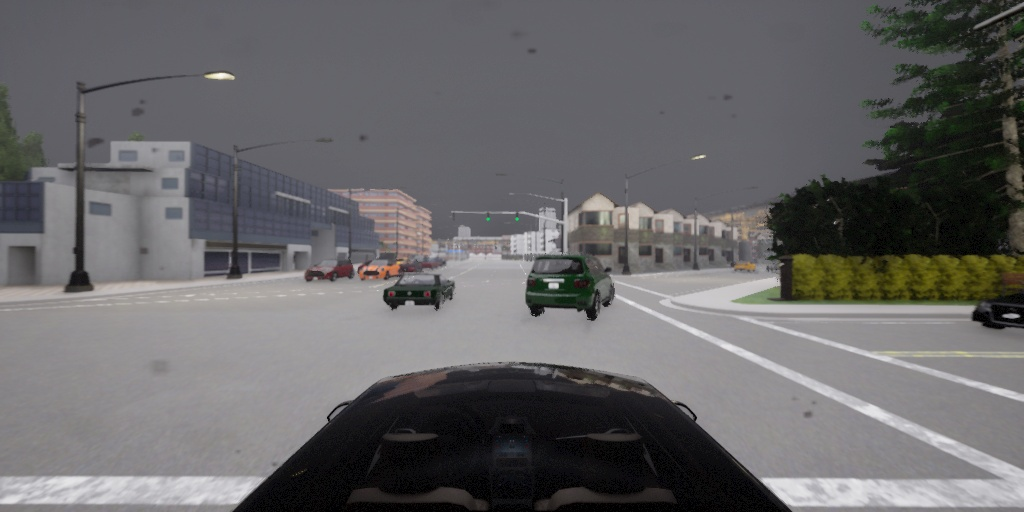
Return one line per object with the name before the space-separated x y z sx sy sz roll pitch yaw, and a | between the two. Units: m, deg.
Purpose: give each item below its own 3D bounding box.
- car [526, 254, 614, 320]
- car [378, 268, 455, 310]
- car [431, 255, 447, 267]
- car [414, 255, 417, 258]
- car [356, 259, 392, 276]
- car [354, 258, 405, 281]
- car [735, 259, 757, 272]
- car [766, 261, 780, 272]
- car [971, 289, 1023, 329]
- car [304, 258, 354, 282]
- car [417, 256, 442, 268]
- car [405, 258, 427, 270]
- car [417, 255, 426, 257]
car | 2.275 0.973 13.010 2.150 2.045 5.566 0 0 23
car | -3.494 1.333 14.457 1.895 1.301 4.718 0 0 0
car | -10.882 0.918 53.088 2.033 1.411 5.357 0 1 0
car | -14.355 0.979 46.956 1.882 1.535 5.008 0 1 0
car | -14.338 1.127 37.494 1.882 1.535 5.008 0 1 0
car | -10.790 1.044 29.607 2.097 1.767 4.553 0 0 0
car | 33.976 1.436 52.216 1.882 1.535 5.008 0 0 44
car | 37.743 1.461 51.200 2.128 1.511 4.902 0 0 44
car | 14.706 1.350 9.138 4.181 1.385 1.994 0 0 0
car | -14.286 1.035 28.276 2.097 1.767 4.553 0 0 0
car | -10.864 1.115 46.963 1.895 1.301 4.718 0 1 0
car | -10.849 1.217 38.216 1.994 1.385 4.181 0 1 -1
car | -14.377 0.629 56.111 2.097 1.767 4.553 0 2 0
